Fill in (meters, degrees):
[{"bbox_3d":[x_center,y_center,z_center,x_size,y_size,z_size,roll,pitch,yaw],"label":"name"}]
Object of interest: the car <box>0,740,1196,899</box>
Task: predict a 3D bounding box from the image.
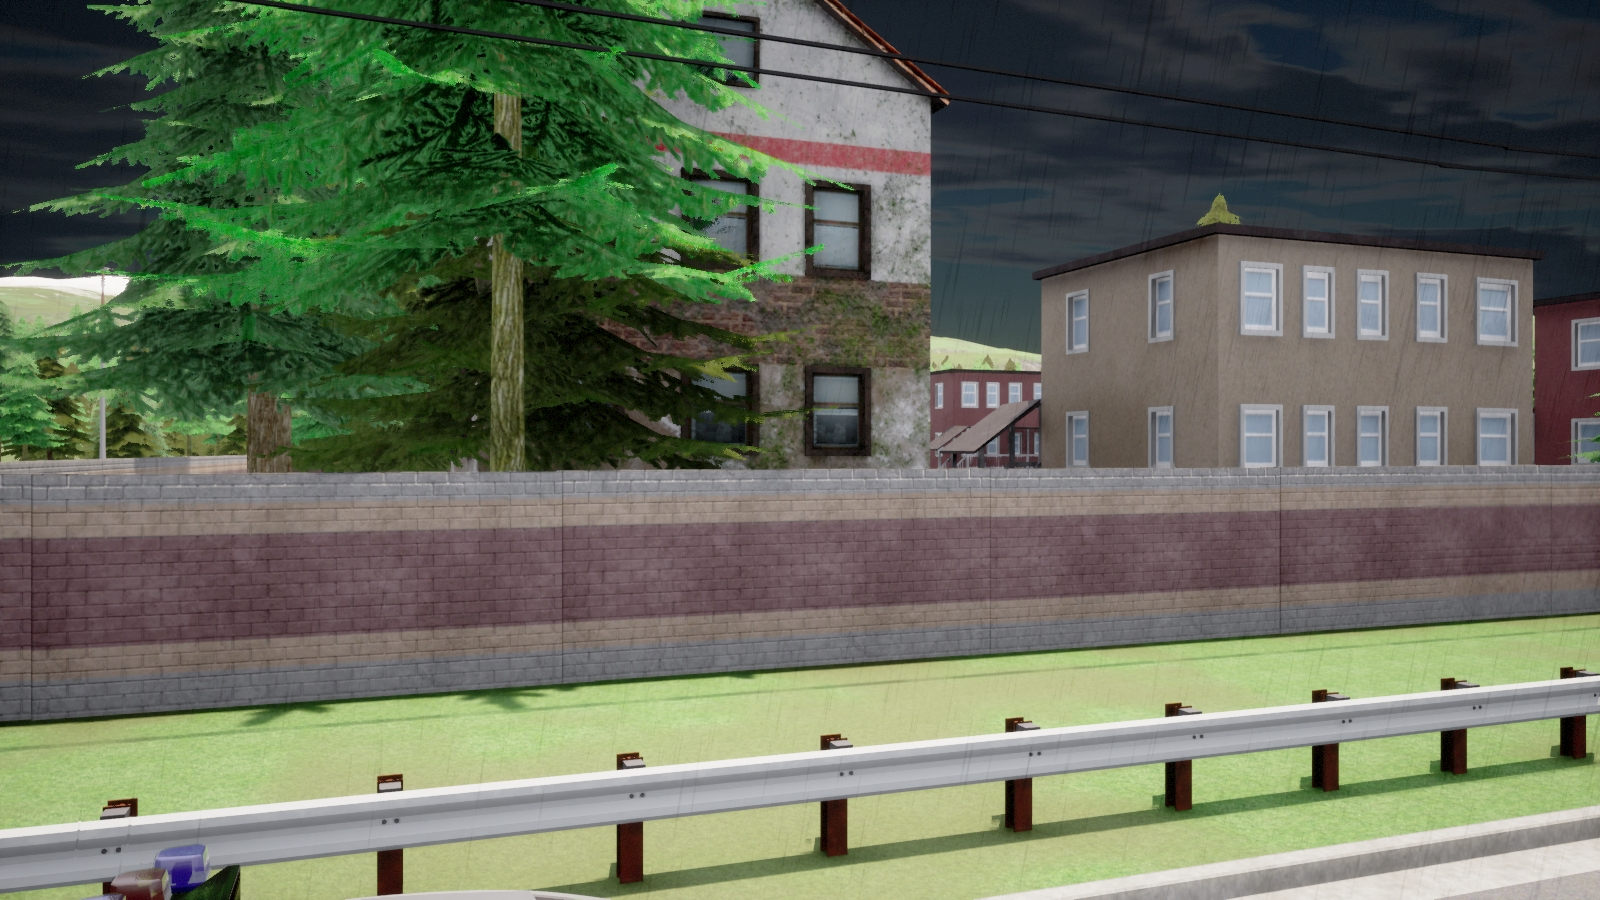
[{"bbox_3d":[-1.671,1.982,2.695,5.238,1.638,2.097,0,0,-20],"label":"car"}]
